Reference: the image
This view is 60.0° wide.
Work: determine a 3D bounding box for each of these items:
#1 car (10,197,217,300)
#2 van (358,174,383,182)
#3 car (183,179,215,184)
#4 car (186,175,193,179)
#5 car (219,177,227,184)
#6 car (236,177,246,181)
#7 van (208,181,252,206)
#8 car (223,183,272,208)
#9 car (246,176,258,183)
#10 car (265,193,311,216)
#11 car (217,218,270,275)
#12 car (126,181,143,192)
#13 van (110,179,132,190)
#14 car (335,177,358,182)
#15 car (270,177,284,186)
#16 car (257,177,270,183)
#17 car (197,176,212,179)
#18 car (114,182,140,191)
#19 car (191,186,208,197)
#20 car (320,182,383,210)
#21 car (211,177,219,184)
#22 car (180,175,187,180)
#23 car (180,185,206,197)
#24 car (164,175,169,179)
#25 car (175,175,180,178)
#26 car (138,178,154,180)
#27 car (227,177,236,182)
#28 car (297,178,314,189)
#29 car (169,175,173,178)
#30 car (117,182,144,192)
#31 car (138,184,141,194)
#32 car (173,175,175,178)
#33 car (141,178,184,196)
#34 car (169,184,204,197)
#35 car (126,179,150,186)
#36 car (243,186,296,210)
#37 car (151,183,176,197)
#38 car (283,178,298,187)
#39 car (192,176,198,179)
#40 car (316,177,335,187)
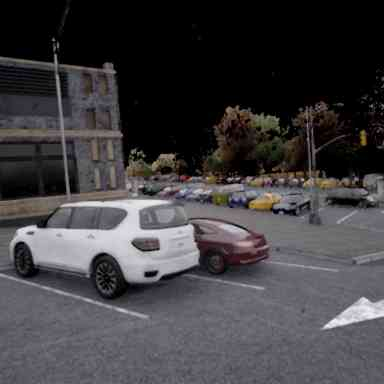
[{"bbox_3d":[-2.437,1.231,8.617,5.566,2.045,2.435,-1,0,35],"label":"car"},{"bbox_3d":[22.070,-1.187,40.392,1.878,1.987,4.442,1,6,41],"label":"van"},{"bbox_3d":[0.978,-0.693,51.146,2.097,1.767,4.553,-6,5,-27],"label":"car"},{"bbox_3d":[1.791,-2.917,79.931,4.892,1.521,2.231,-7,6,-44],"label":"car"},{"bbox_3d":[8.187,-2.198,66.560,2.163,1.488,4.792,2,6,44],"label":"car"},{"bbox_3d":[10.888,-2.094,61.313,2.185,1.767,4.553,2,6,43],"label":"car"},{"bbox_3d":[4.135,0.281,35.484,1.878,1.987,4.442,0,6,41],"label":"van"},{"bbox_3d":[5.530,0.517,32.751,2.185,1.767,4.553,0,6,40],"label":"car"},{"bbox_3d":[12.350,-1.856,58.810,1.946,1.575,5.366,1,6,43],"label":"car"},{"bbox_3d":[8.395,0.924,27.504,2.163,1.488,4.792,0,7,40],"label":"car"},{"bbox_3d":[0.061,1.518,10.339,4.674,1.452,2.002,-1,0,35],"label":"car"},{"bbox_3d":[-8.544,-0.638,59.462,2.097,1.535,5.008,1,7,44],"label":"car"},{"bbox_3d":[-16.214,-1.715,75.883,4.442,1.987,1.878,-9,7,-44],"label":"van"},{"bbox_3d":[20.661,-1.213,43.036,2.185,1.767,4.553,1,5,41],"label":"car"},{"bbox_3d":[14.984,-1.541,53.440,2.002,1.452,4.674,1,5,42],"label":"car"},{"bbox_3d":[13.569,-1.830,56.021,2.185,1.767,4.553,1,6,43],"label":"car"},{"bbox_3d":[4.312,-2.638,74.566,2.097,1.535,5.008,1,6,45],"label":"car"},{"bbox_3d":[-13.762,-1.192,70.349,2.097,1.535,5.008,0,7,45],"label":"car"},{"bbox_3d":[2.606,0.398,38.049,2.231,1.521,4.892,0,6,41],"label":"car"},{"bbox_3d":[13.732,0.376,28.153,2.097,1.767,4.553,-6,5,-30],"label":"car"},{"bbox_3d":[6.916,-2.339,69.268,2.163,1.488,4.792,1,6,44],"label":"car"},{"bbox_3d":[0.421,-3.046,82.491,5.366,1.575,1.946,-7,6,-44],"label":"car"},{"bbox_3d":[1.170,0.312,40.702,2.002,1.452,4.674,1,7,41],"label":"car"},{"bbox_3d":[-4.522,-3.617,93.302,5.366,1.575,1.946,-7,6,-44],"label":"car"},{"bbox_3d":[-0.685,-3.455,85.324,5.566,2.045,2.435,-7,6,-44],"label":"car"},{"bbox_3d":[-10.892,-1.744,75.458,1.812,1.442,4.674,-6,5,-25],"label":"car"},{"bbox_3d":[9.523,-2.097,63.937,2.097,1.535,5.008,1,6,44],"label":"car"},{"bbox_3d":[17.691,-1.320,48.096,1.946,1.575,5.366,1,6,41],"label":"car"},{"bbox_3d":[-3.138,-3.461,90.754,4.792,1.488,2.163,-7,6,-44],"label":"car"},{"bbox_3d":[-12.462,-1.052,67.628,2.231,1.521,4.892,1,7,45],"label":"car"},{"bbox_3d":[-5.862,-0.369,54.059,2.097,1.535,5.008,0,7,43],"label":"car"},{"bbox_3d":[-1.941,-3.313,88.004,4.792,1.488,2.163,-7,6,-44],"label":"car"},{"bbox_3d":[-4.487,-0.491,51.374,2.435,2.045,5.566,0,6,43],"label":"car"},{"bbox_3d":[-0.273,0.188,43.358,2.002,1.452,4.674,0,6,42],"label":"car"},{"bbox_3d":[-11.168,-1.040,64.897,2.185,1.767,4.553,1,7,44],"label":"car"},{"bbox_3d":[7.177,0.733,30.306,1.946,1.575,5.366,0,6,40],"label":"car"},{"bbox_3d":[-3.089,-0.068,48.692,2.002,1.452,4.674,1,7,42],"label":"car"},{"bbox_3d":[16.389,-1.416,50.837,2.002,1.452,4.674,1,5,42],"label":"car"},{"bbox_3d":[3.024,-2.900,77.217,2.185,1.767,4.553,1,6,45],"label":"car"},{"bbox_3d":[19.363,-1.230,45.789,1.946,1.575,5.366,1,5,41],"label":"car"}]
